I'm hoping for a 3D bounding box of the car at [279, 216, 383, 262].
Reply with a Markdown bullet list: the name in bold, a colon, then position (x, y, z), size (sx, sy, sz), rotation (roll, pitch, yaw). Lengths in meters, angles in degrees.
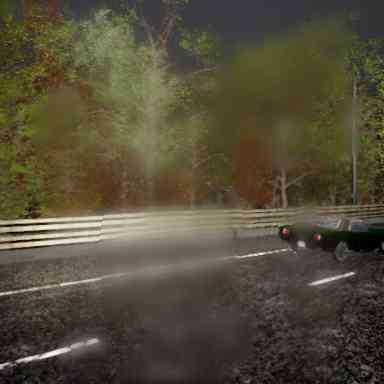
- **car**: position (5.390, 1.546, 12.014), size (4.718, 1.301, 1.895), rotation (4, 0, -35)
